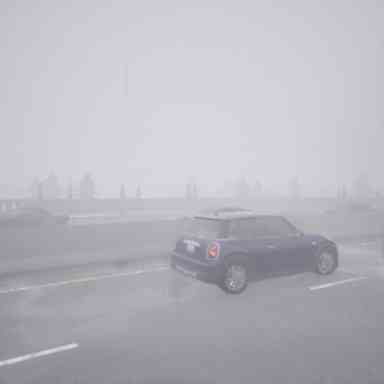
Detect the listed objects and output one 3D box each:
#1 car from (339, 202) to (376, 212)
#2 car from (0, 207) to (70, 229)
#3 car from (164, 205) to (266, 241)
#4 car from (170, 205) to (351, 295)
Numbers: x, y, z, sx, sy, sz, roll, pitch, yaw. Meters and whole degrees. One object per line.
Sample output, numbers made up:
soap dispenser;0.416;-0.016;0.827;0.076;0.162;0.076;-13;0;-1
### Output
car;12.219;1.496;25.744;4.181;1.385;1.994;0;0;-21
car;-9.447;1.502;18.512;4.718;1.301;1.895;0;0;-33
car;1.205;1.442;16.776;4.892;1.490;1.837;0;0;-28
car;1.782;1.321;8.800;4.553;1.767;2.097;0;0;-32
